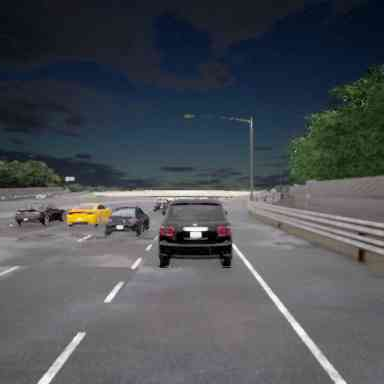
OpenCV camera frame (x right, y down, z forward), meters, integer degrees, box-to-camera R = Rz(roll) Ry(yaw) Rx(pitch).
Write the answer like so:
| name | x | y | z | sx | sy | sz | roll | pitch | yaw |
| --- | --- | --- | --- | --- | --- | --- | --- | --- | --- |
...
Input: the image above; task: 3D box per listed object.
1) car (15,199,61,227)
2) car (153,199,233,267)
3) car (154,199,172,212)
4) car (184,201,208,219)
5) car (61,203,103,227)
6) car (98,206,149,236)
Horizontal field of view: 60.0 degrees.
| name | x | y | z | sx | sy | sz | roll | pitch | yaw |
| --- | --- | --- | --- | --- | --- | --- | --- | --- | --- |
| car | -10.399 | 1.514 | 23.222 | 2.128 | 1.511 | 4.902 | 0 | 0 | 0 |
| car | 0.101 | 1.233 | 11.564 | 2.150 | 2.045 | 5.566 | 0 | 0 | 0 |
| car | -3.498 | 1.564 | 40.614 | 1.812 | 1.442 | 4.674 | 0 | 0 | 0 |
| car | 0.438 | 1.589 | 30.390 | 1.994 | 1.385 | 4.181 | 0 | 0 | 4 |
| car | -6.898 | 1.500 | 22.845 | 1.882 | 1.535 | 5.008 | 0 | 0 | 0 |
| car | -3.499 | 1.543 | 18.419 | 1.812 | 1.442 | 4.674 | 0 | 0 | 0 |
